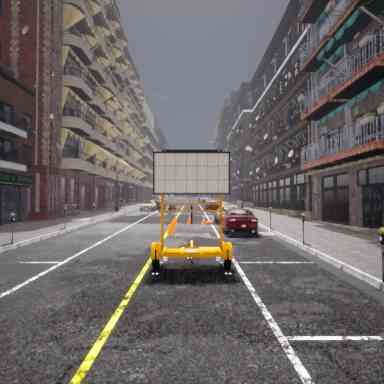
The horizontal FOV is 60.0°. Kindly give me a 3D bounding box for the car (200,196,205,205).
[{"bbox_3d":[2.586,1.635,46.466,2.008,1.369,4.403,1,0,0],"label":"car"}]

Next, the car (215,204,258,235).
[{"bbox_3d":[2.586,1.565,18.812,1.887,1.381,4.507,1,0,0],"label":"car"}]

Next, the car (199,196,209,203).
[{"bbox_3d":[2.598,1.626,74.120,1.967,1.590,4.097,1,0,0],"label":"car"}]

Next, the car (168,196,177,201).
[{"bbox_3d":[-5.293,1.830,90.773,1.947,1.339,4.313,1,0,0],"label":"car"}]

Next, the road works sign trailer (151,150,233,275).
[{"bbox_3d":[-0.009,0.473,10.485,2.380,3.560,2.880,0,0,0],"label":"road works sign trailer"}]

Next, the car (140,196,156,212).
[{"bbox_3d":[-5.293,1.594,40.828,1.752,1.417,4.829,2,0,0],"label":"car"}]

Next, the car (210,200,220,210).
[{"bbox_3d":[2.586,1.555,24.514,1.752,1.417,4.829,1,0,0],"label":"car"}]

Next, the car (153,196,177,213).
[{"bbox_3d":[-2.750,1.551,37.545,2.128,1.511,4.902,0,0,0],"label":"car"}]

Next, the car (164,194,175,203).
[{"bbox_3d":[-5.287,1.526,79.711,2.192,1.841,5.009,1,0,0],"label":"car"}]

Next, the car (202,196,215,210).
[{"bbox_3d":[2.586,1.614,40.934,1.887,1.381,4.507,1,0,0],"label":"car"}]

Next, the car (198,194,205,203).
[{"bbox_3d":[2.588,1.684,63.058,1.887,1.381,4.507,1,0,0],"label":"car"}]

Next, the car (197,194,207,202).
[{"bbox_3d":[2.559,1.551,85.182,2.192,1.841,5.009,1,0,0],"label":"car"}]
